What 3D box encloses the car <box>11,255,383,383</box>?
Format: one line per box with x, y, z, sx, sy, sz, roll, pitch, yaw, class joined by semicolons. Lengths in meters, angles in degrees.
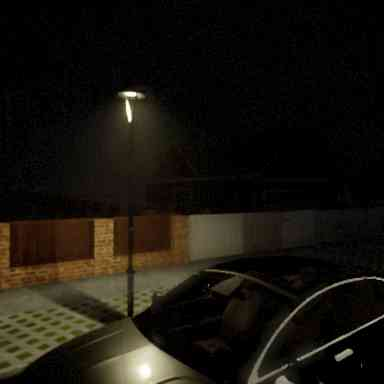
0.759;1.518;3.406;4.892;1.490;1.837;1;0;-35;car
